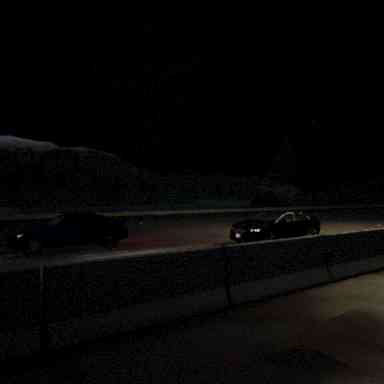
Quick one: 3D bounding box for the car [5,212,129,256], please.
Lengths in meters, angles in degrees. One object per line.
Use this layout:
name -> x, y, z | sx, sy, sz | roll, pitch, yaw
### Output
car -> -4.844, 1.554, 13.412 | 4.674, 1.442, 1.812 | 1, 0, -36

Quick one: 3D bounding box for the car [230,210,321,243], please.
car -> 3.927, 1.585, 15.342 | 4.902, 1.511, 2.128 | 1, 0, -35
